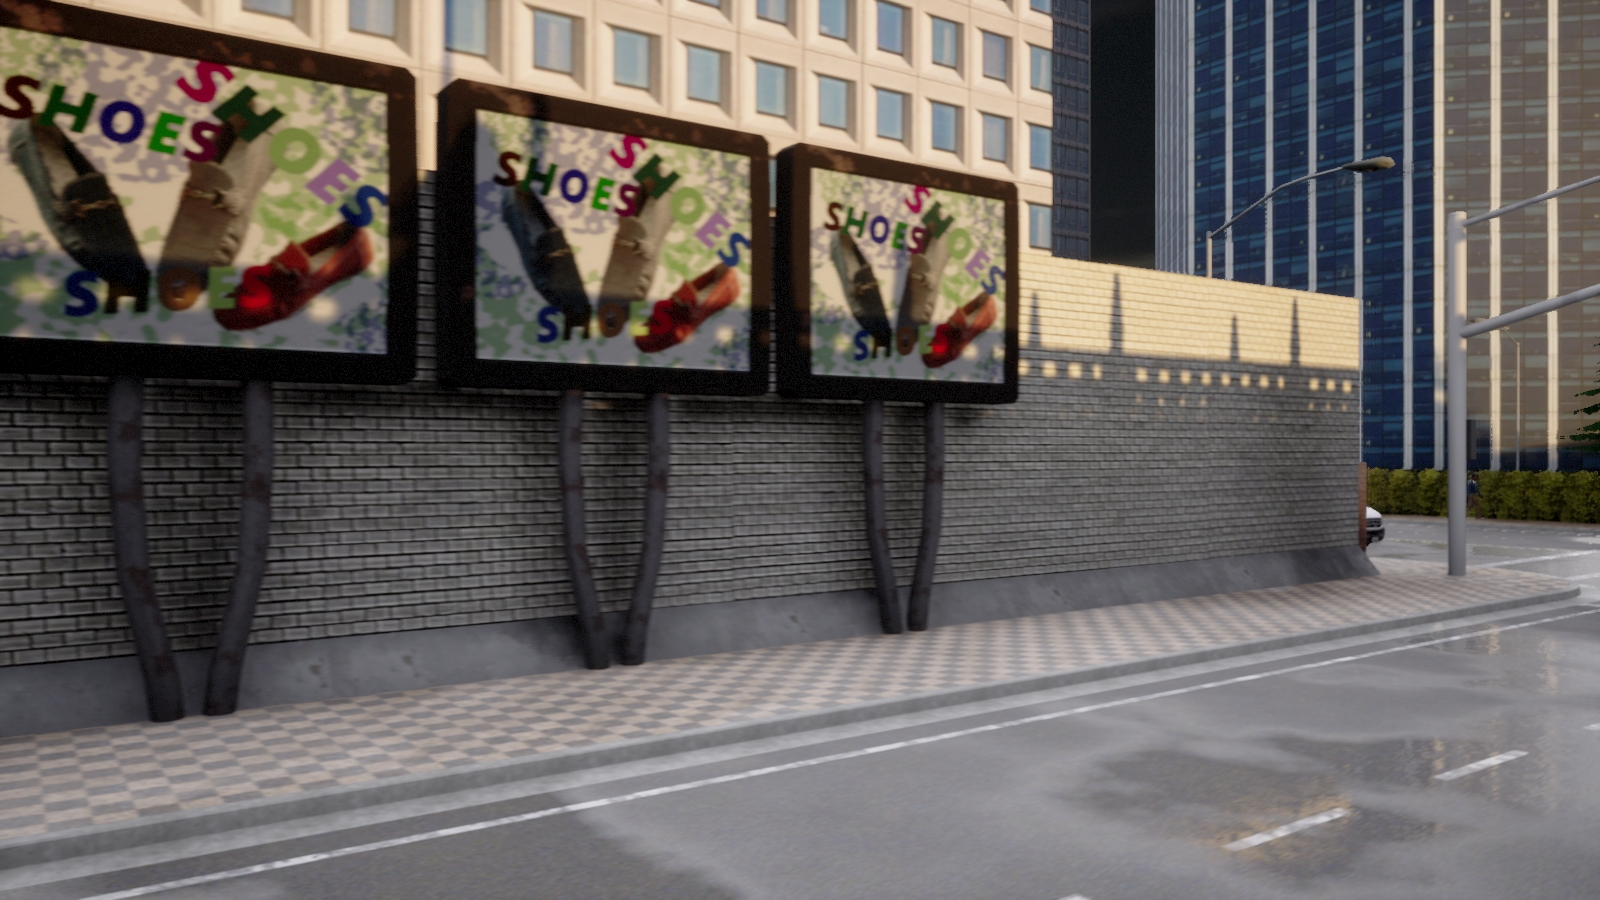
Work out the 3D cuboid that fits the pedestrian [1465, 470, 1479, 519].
[{"bbox_3d":[25.839,1.697,43.933,0.375,1.860,0.375,0,0,-39],"label":"pedestrian"}]
